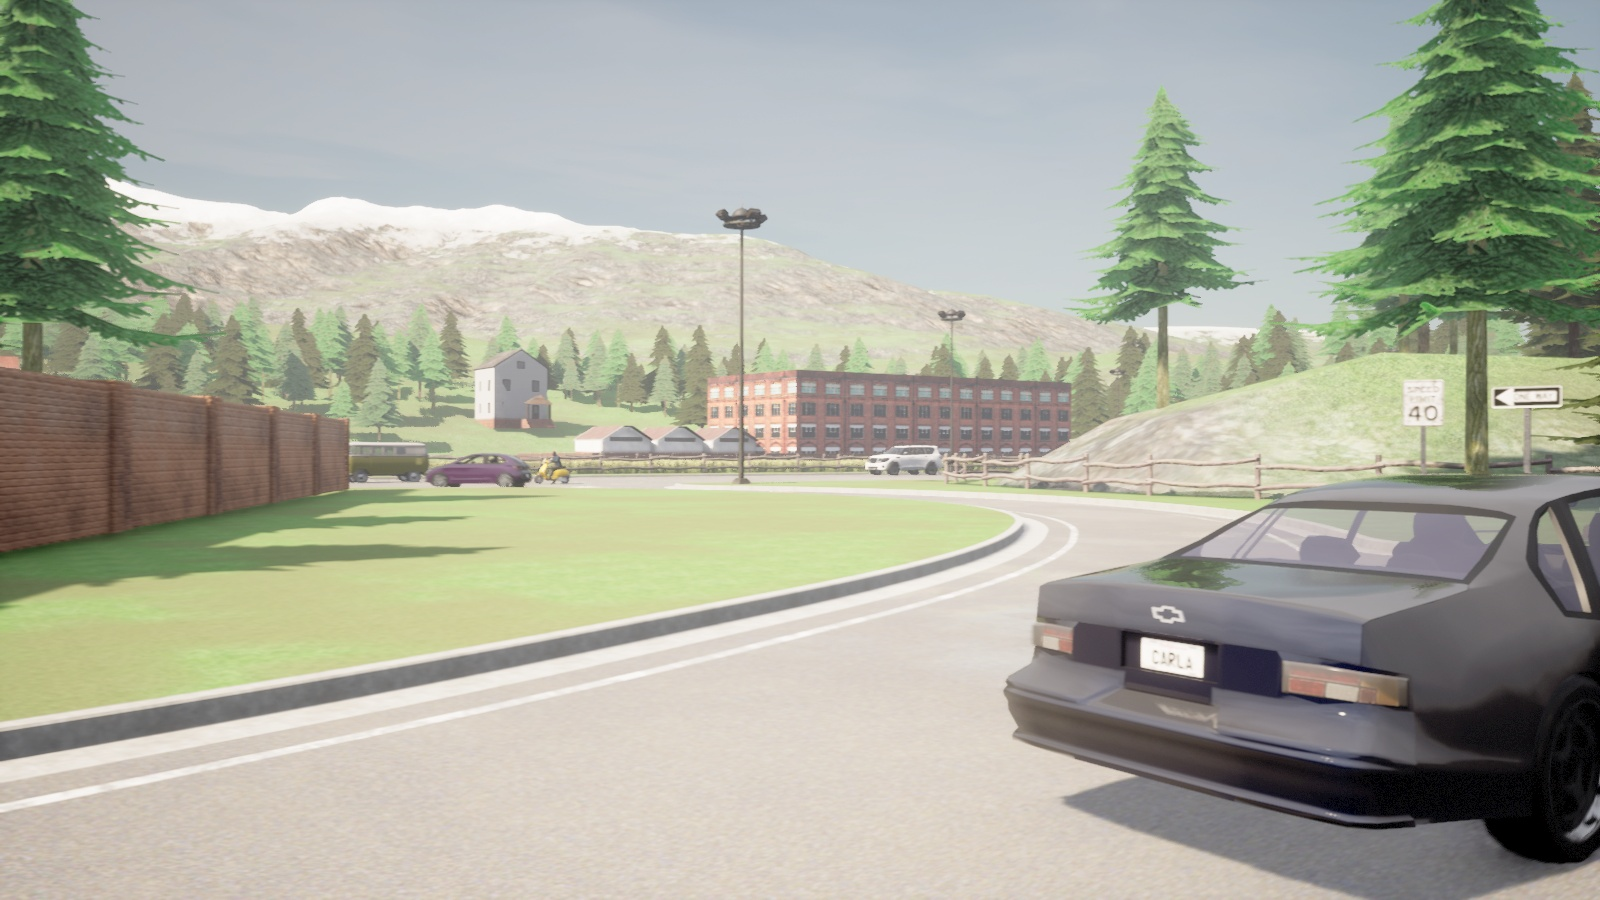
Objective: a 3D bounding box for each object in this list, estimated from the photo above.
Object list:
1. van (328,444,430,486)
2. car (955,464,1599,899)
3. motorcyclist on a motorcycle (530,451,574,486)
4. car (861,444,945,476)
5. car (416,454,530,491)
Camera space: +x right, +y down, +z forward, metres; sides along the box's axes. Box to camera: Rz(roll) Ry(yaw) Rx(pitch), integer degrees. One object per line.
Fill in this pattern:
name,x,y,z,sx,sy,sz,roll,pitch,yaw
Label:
van,-20.567,0.692,61.411,4.442,1.987,1.775,0,0,-35
car,3.441,0.800,6.054,5.357,1.411,2.033,0,0,-35
motorcyclist on a motorcycle,-11.670,0.867,59.055,1.817,1.590,0.866,0,0,-35
car,6.966,0.657,84.719,5.566,2.045,2.150,0,0,-35
car,-13.389,0.913,51.543,4.193,1.474,1.816,0,0,5
